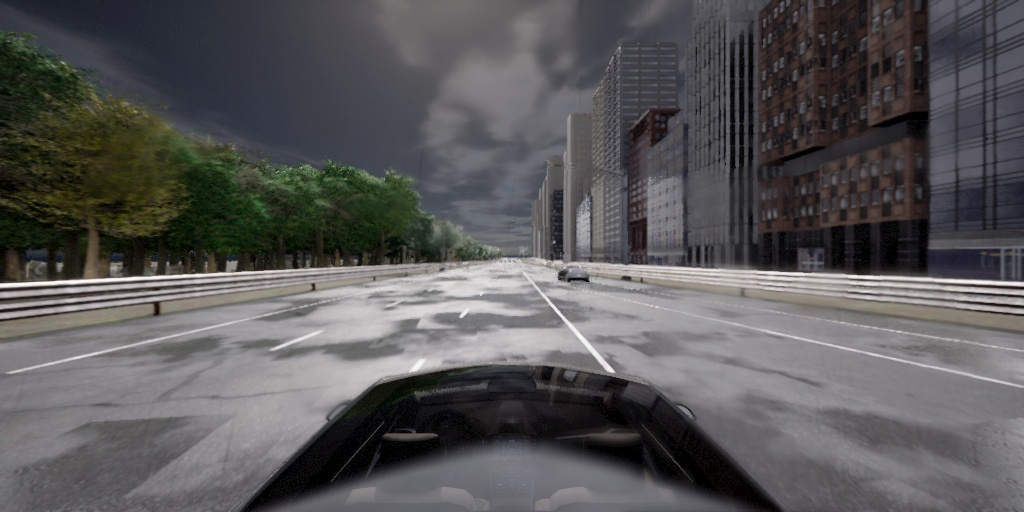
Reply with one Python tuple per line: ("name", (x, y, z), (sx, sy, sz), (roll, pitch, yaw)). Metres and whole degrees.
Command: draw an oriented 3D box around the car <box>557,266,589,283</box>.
("car", (5.345, 1.603, 31.805), (1.994, 1.385, 4.181), (0, -1, -7))
